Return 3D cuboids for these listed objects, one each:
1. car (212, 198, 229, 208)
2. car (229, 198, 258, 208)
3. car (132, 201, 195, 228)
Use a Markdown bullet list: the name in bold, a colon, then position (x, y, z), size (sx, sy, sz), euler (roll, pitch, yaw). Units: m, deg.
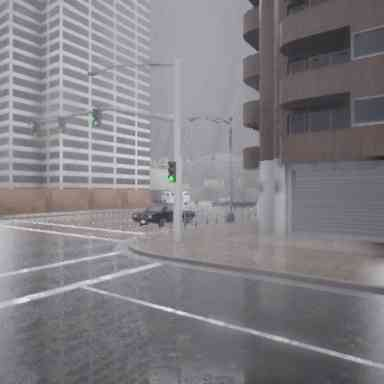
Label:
- **car**: position (4.785, 1.566, 49.739), size (1.812, 1.442, 4.674), euler (0, 0, 35)
- **car**: position (7.628, 1.664, 47.697), size (1.895, 1.301, 4.718), euler (0, 0, 35)
- **car**: position (-1.726, 1.529, 22.289), size (1.895, 1.301, 4.718), euler (0, 0, 35)
